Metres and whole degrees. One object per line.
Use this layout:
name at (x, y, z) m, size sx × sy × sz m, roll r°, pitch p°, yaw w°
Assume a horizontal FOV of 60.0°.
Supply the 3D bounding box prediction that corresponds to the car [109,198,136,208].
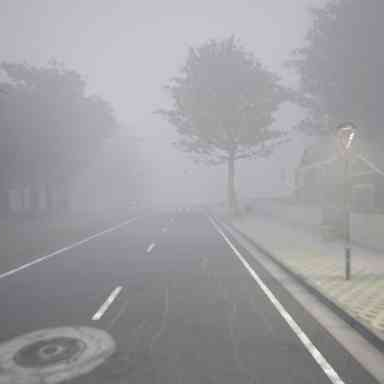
car at (-11.988, 1.874, 57.772) m, size 4.553 × 1.767 × 2.097 m, roll -1°, pitch -1°, yaw 0°
